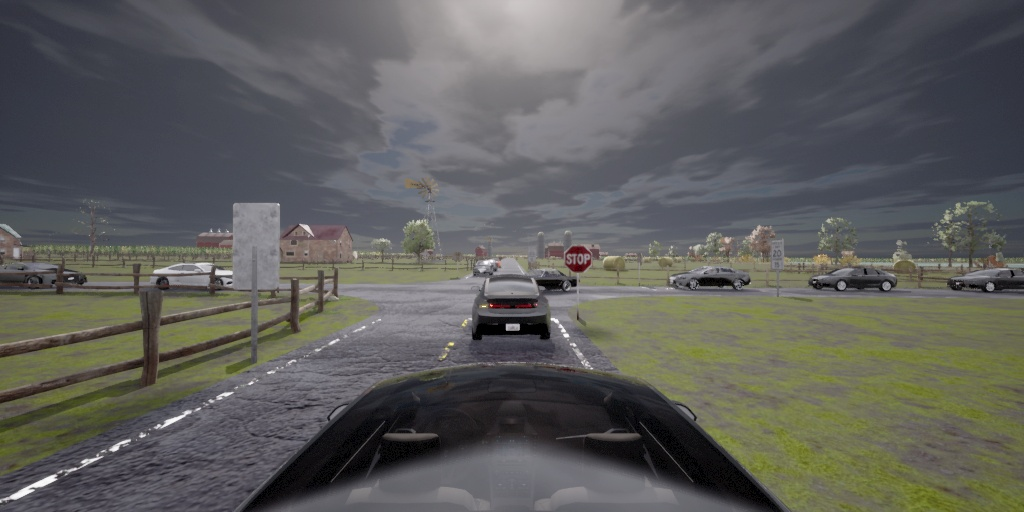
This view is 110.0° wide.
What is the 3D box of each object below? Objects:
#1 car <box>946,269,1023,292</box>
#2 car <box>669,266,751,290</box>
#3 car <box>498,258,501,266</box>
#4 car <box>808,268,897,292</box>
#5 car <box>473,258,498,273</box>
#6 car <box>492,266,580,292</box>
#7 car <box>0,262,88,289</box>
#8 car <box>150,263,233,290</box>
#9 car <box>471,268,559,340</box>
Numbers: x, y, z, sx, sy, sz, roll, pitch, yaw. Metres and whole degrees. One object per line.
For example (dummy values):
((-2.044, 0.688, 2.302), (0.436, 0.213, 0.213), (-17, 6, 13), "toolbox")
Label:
((31.682, 1.587, 23.579), (4.892, 1.490, 1.837), (1, -1, -1), "car")
((12.778, 1.396, 23.269), (4.902, 1.511, 2.128), (1, -1, -2), "car")
((-2.900, 1.241, 47.302), (2.128, 1.511, 4.902), (0, 0, 0), "car")
((22.179, 1.499, 23.449), (4.892, 1.490, 1.837), (1, -1, -1), "car")
((-2.897, 1.243, 36.901), (2.128, 1.511, 4.902), (0, 0, 0), "car")
((1.482, 1.369, 20.029), (4.718, 1.301, 1.895), (1, 0, -35), "car")
((-26.381, 1.048, 19.790), (4.181, 1.385, 1.994), (1, -1, -1), "car")
((-17.261, 1.104, 19.921), (4.674, 1.442, 1.812), (1, -1, -1), "car")
((-0.082, 1.256, 9.981), (1.837, 1.490, 4.892), (0, 0, -2), "car")
